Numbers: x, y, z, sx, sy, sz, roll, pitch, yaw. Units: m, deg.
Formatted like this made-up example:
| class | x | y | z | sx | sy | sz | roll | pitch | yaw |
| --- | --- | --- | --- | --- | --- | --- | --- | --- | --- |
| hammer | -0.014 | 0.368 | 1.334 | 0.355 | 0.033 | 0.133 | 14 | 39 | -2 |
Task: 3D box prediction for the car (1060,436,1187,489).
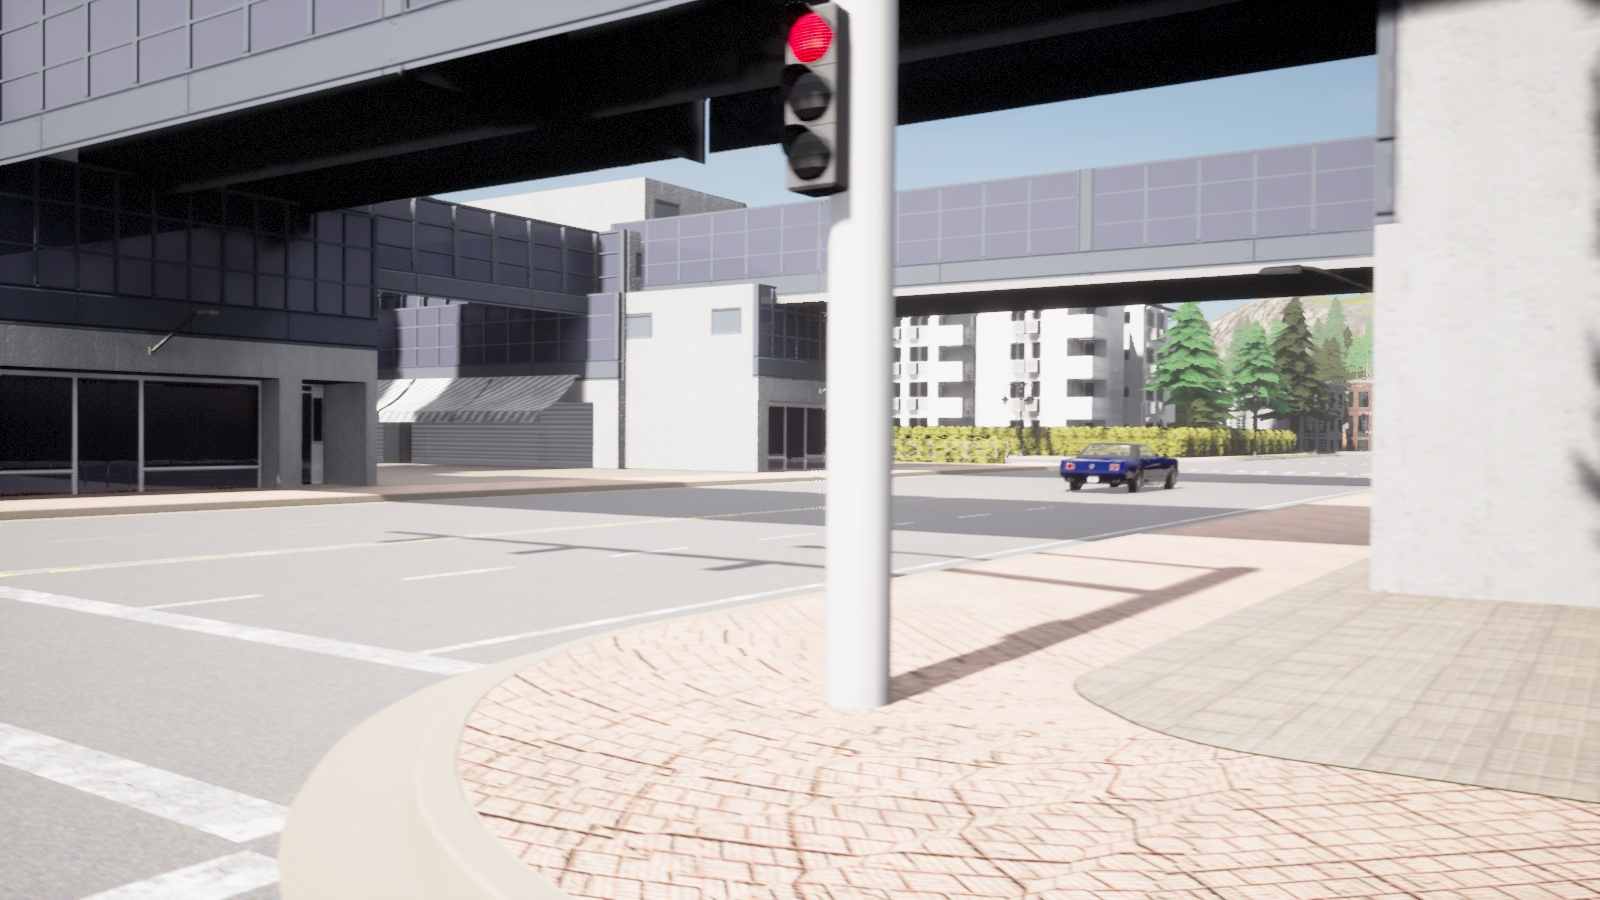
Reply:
| class | x | y | z | sx | sy | sz | roll | pitch | yaw |
| --- | --- | --- | --- | --- | --- | --- | --- | --- | --- |
| car | 8.959 | 0.297 | 34.516 | 1.895 | 1.301 | 4.718 | 0 | 1 | 34 |
